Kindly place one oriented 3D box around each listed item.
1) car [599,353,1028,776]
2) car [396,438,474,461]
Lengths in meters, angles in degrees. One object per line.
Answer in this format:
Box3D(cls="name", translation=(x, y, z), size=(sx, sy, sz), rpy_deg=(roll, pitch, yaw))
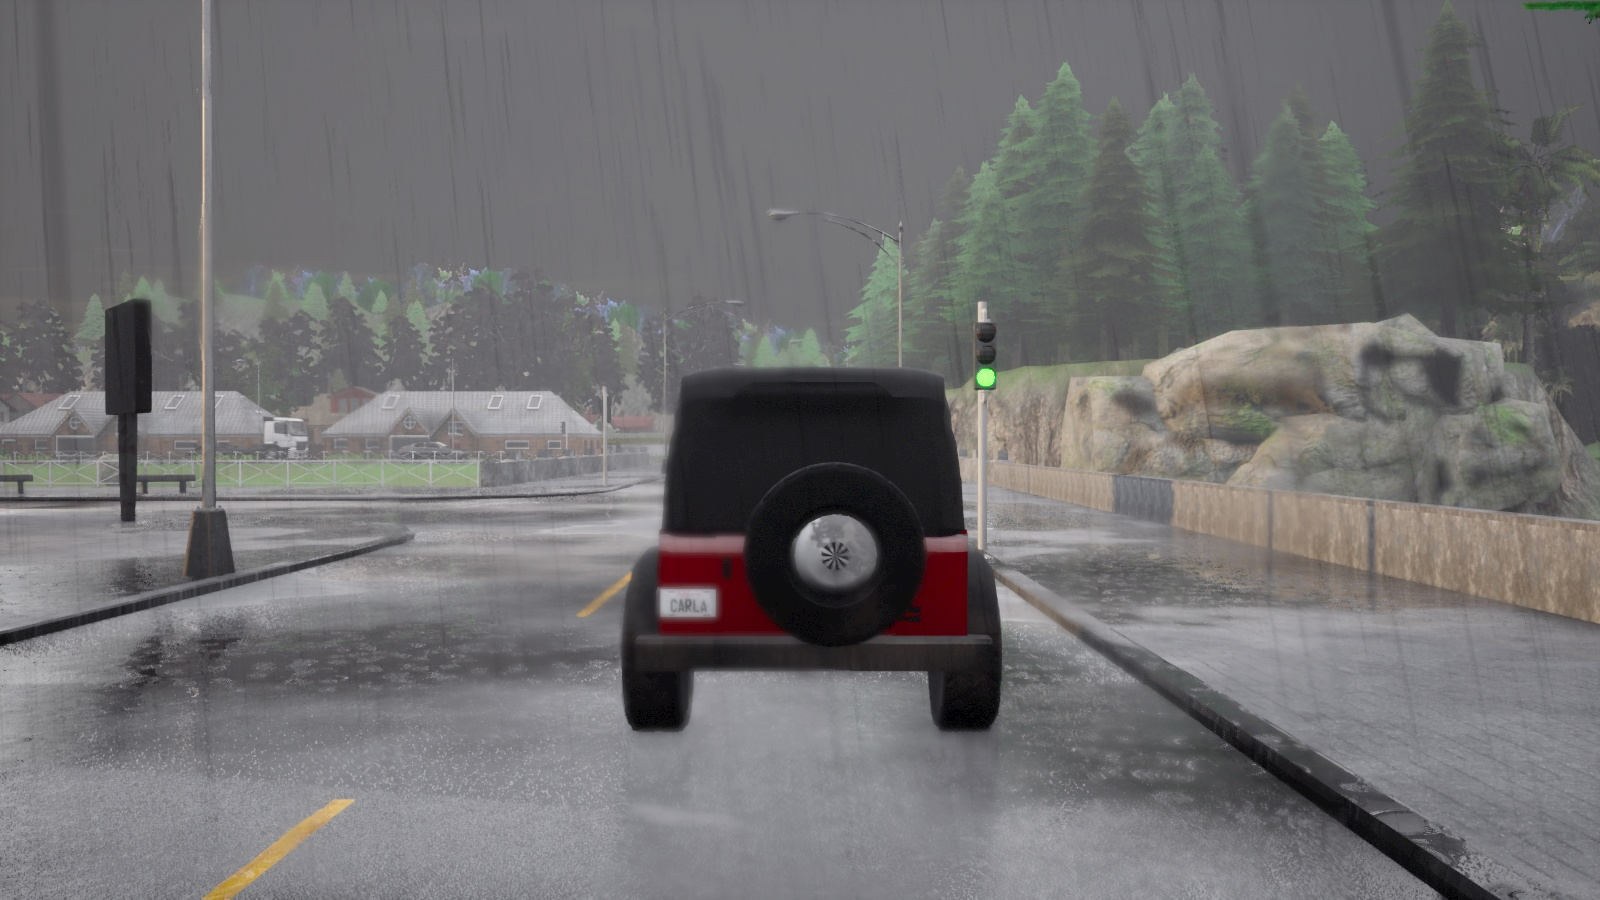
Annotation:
Box3D(cls="car", translation=(0.062, 0.500, 7.512), size=(1.905, 1.878, 3.866), rpy_deg=(0, 0, 0))
Box3D(cls="car", translation=(-26.741, -0.017, 92.104), size=(5.027, 1.651, 2.152), rpy_deg=(0, 0, 0))
